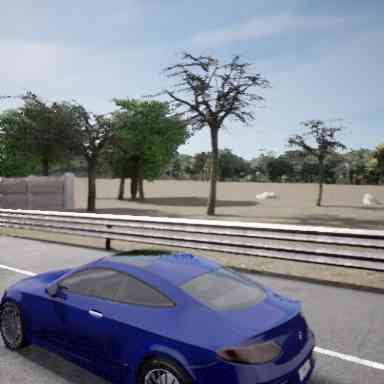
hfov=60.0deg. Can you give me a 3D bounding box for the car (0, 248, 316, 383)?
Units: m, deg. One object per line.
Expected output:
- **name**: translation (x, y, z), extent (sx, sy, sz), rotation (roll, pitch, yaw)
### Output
- **car**: translation (-0.783, 1.527, 4.551), extent (4.674, 1.442, 1.812), rotation (0, 0, 35)
